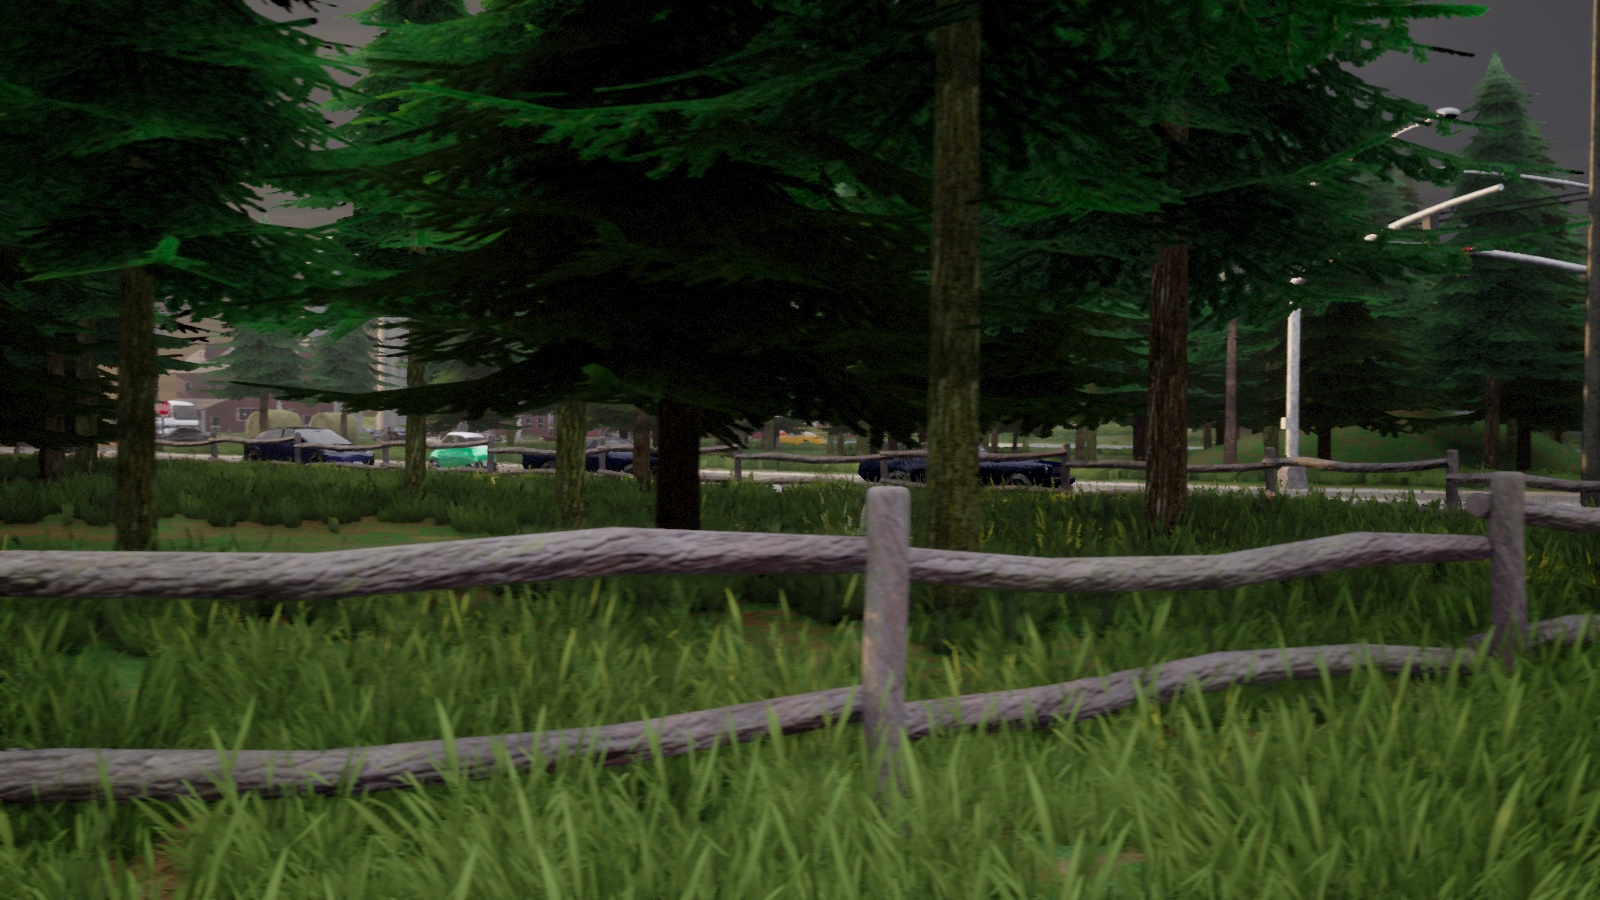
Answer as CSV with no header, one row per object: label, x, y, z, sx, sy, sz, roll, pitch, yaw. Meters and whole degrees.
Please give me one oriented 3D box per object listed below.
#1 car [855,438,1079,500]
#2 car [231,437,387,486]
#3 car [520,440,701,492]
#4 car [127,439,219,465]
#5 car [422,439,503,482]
car,3.797,0.394,28.801,4.718,1.301,1.895,0,1,30
car,-15.844,0.338,40.455,4.792,1.488,2.163,0,1,31
car,-5.188,0.415,34.127,4.718,1.301,1.895,0,1,31
car,-37.318,0.111,74.903,1.812,1.442,4.674,0,1,30
car,-11.239,0.321,41.795,2.207,1.376,1.481,0,1,31
